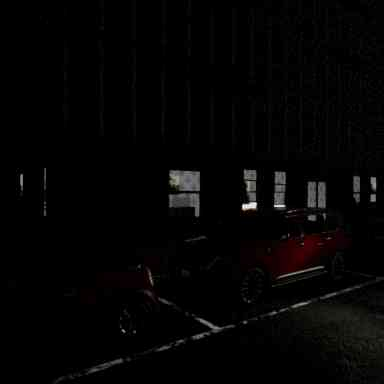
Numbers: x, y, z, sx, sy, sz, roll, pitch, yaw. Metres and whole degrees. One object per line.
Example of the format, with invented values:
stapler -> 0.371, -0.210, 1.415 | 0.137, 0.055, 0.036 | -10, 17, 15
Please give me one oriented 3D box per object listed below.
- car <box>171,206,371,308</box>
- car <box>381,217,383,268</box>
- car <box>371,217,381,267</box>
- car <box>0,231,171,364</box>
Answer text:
car -> 1.920, 1.314, 8.092 | 5.009, 1.841, 2.192 | 0, 0, -35
car -> 7.350, 1.217, 8.500 | 5.566, 2.045, 2.150 | 0, 0, -36
car -> 6.452, 1.561, 11.316 | 4.313, 1.339, 1.947 | 0, 0, -35
car -> -2.610, 1.440, 4.872 | 4.097, 1.590, 1.967 | 0, 0, -35
